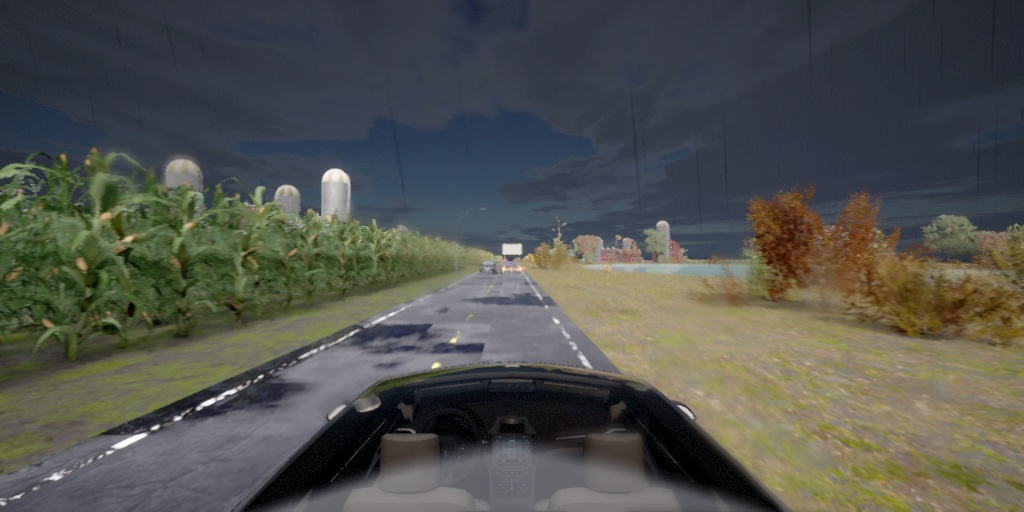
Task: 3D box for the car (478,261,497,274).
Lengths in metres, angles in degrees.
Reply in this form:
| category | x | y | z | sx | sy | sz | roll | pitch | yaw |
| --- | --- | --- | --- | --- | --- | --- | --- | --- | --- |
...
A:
| category | x | y | z | sx | sy | sz | roll | pitch | yaw |
| --- | --- | --- | --- | --- | --- | --- | --- | --- | --- |
| car | -2.816 | 1.317 | 43.221 | 1.812 | 1.442 | 4.674 | 0 | 0 | 0 |

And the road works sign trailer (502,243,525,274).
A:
| category | x | y | z | sx | sy | sz | roll | pitch | yaw |
| --- | --- | --- | --- | --- | --- | --- | --- | --- | --- |
| road works sign trailer | 0.013 | 0.254 | 42.325 | 2.380 | 3.560 | 2.880 | 0 | 0 | 0 |
